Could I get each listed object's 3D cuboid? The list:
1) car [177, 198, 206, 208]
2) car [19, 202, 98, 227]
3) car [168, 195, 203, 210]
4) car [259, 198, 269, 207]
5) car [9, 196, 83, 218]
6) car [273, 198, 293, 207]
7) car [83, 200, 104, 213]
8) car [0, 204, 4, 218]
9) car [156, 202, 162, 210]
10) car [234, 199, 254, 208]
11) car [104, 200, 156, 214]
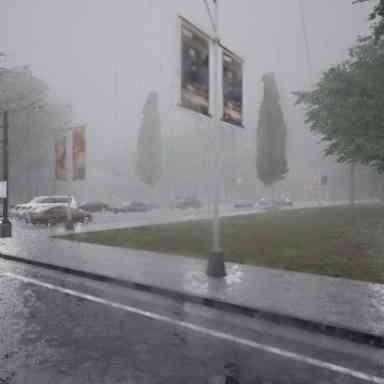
[{"bbox_3d":[-0.043,1.801,53.929,2.128,1.511,4.902,0,0,36],"label":"car"},{"bbox_3d":[-9.345,1.652,23.683,1.812,1.442,4.674,0,-1,35],"label":"car"},{"bbox_3d":[-1.033,1.483,46.909,2.150,2.045,5.566,0,0,36],"label":"car"},{"bbox_3d":[14.204,1.933,62.651,2.128,1.511,4.902,0,-1,35],"label":"car"},{"bbox_3d":[-13.006,1.367,29.855,2.150,2.045,5.566,0,0,34],"label":"car"},{"bbox_3d":[16.906,1.792,60.846,2.097,1.767,4.553,0,-1,35],"label":"car"},{"bbox_3d":[-11.691,1.660,37.380,1.882,1.535,5.008,0,0,35],"label":"car"},{"bbox_3d":[-16.934,1.738,29.903,1.895,1.301,4.718,0,0,35],"label":"car"},{"bbox_3d":[-5.999,1.802,45.493,1.994,1.385,4.181,0,0,35],"label":"car"},{"bbox_3d":[8.494,1.913,54.509,1.994,1.385,4.181,0,-1,35],"label":"car"},{"bbox_3d":[-7.033,1.746,38.364,2.033,1.411,5.357,0,0,35],"label":"car"}]
